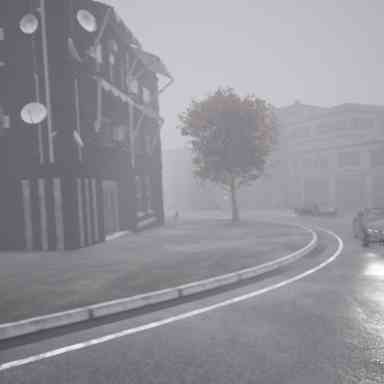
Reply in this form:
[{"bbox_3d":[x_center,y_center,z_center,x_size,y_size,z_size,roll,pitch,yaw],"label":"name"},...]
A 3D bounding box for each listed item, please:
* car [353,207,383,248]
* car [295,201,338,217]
[{"bbox_3d":[8.031,1.413,14.116,2.128,1.511,4.902,-2,-1,20],"label":"car"},{"bbox_3d":[11.482,1.548,31.049,1.994,1.385,4.181,-3,0,-20],"label":"car"}]
